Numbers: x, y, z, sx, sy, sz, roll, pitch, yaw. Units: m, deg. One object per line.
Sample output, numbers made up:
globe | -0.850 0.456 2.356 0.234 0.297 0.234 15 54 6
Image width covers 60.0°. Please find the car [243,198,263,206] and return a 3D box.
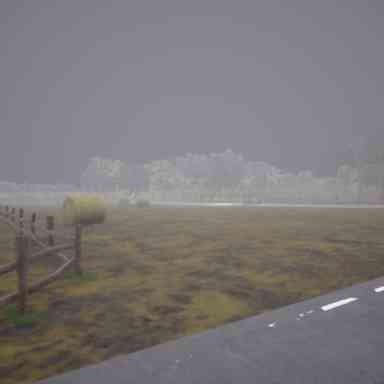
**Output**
car | 11.910 1.889 65.519 1.994 1.385 4.181 -2 0 -34
